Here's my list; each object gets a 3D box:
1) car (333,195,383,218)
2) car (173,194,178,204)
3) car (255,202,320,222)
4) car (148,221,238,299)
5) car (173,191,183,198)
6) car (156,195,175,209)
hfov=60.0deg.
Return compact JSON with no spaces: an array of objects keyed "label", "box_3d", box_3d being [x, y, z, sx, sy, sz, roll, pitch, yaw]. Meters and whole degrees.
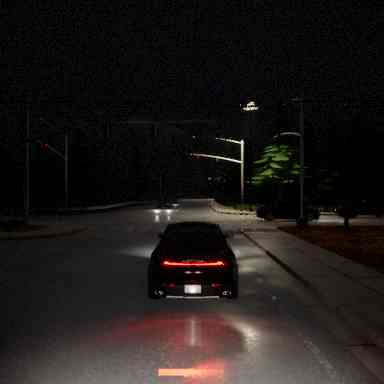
[{"label":"car","box_3d":[15.543,1.248,29.587,5.566,2.045,2.150,0,0,1]},{"label":"car","box_3d":[-3.622,1.547,62.137,2.033,1.411,5.357,0,0,1]},{"label":"car","box_3d":[7.388,1.532,25.915,4.892,1.490,1.837,0,1,2]},{"label":"car","box_3d":[0.032,1.501,8.438,1.837,1.490,4.892,0,0,0]},{"label":"car","box_3d":[-3.217,0.840,77.475,2.150,2.045,5.566,0,0,2]},{"label":"car","box_3d":[-3.681,1.504,44.377,1.837,1.490,4.892,0,0,0]}]
